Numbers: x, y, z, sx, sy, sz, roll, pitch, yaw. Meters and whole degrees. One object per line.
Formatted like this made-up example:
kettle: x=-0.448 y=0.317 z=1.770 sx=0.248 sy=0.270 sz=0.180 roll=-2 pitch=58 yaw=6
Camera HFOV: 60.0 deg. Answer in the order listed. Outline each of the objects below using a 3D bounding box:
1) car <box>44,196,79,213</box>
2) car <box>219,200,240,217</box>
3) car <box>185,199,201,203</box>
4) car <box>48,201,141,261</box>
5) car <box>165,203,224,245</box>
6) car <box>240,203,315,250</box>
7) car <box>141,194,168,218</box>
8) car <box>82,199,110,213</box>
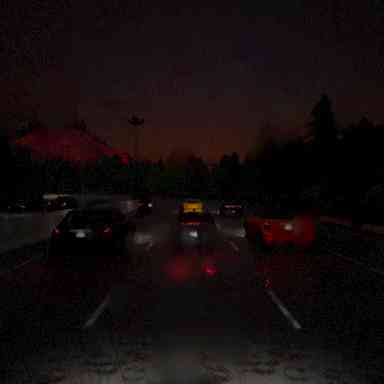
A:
car: x=-14.160 y=1.304 z=36.520 sx=2.097 sy=1.767 sz=4.553 roll=0 pitch=0 yaw=-1
car: x=3.585 y=1.451 z=30.873 sx=2.128 sy=1.511 sz=4.902 roll=0 pitch=0 yaw=0
car: x=0.087 y=1.435 z=32.422 sx=1.882 sy=1.535 sz=5.008 roll=0 pitch=0 yaw=0
car: x=-3.420 y=1.335 z=12.349 sx=2.097 sy=1.767 sz=4.553 roll=0 pitch=0 yaw=0
car: x=0.088 y=1.471 z=15.506 sx=2.128 sy=1.511 sz=4.902 roll=0 pitch=0 yaw=0
car: x=3.585 y=1.333 z=14.446 sx=2.097 sy=1.767 sz=4.553 roll=0 pitch=0 yaw=0
car: x=-3.414 y=1.183 z=29.964 sx=2.150 sy=2.045 sz=5.566 roll=0 pitch=0 yaw=0
car: x=-10.667 y=1.515 z=37.219 sx=1.994 sy=1.385 sz=4.181 roll=0 pitch=0 yaw=-1
